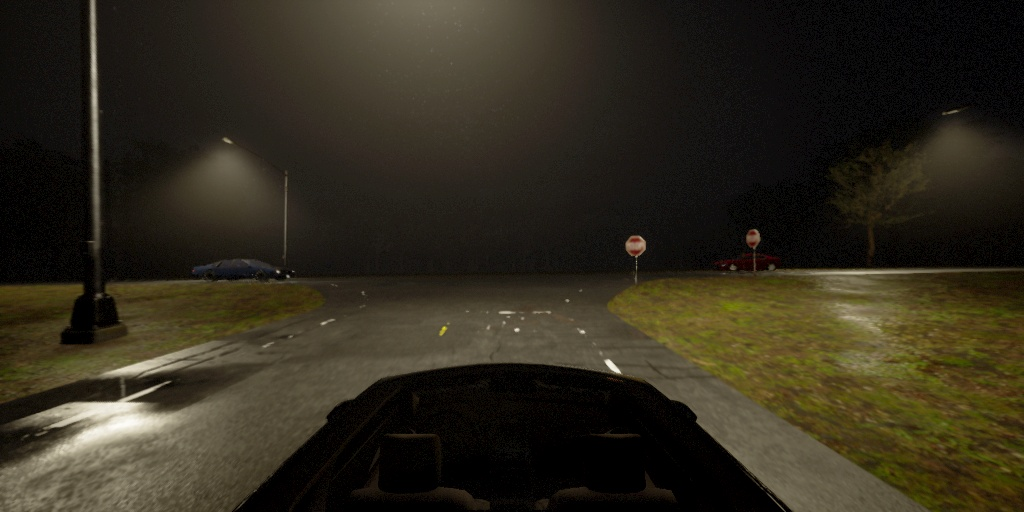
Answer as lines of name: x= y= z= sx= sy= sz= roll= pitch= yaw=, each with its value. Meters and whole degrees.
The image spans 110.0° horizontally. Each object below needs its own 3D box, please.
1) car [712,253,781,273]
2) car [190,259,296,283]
car: x=18.807 y=0.582 z=28.904 sx=5.008 sy=1.535 sz=1.882 roll=-2 pitch=-2 yaw=-1
car: x=-16.140 y=0.867 z=21.615 sx=5.357 sy=1.411 sz=2.033 roll=-1 pitch=-2 yaw=1
